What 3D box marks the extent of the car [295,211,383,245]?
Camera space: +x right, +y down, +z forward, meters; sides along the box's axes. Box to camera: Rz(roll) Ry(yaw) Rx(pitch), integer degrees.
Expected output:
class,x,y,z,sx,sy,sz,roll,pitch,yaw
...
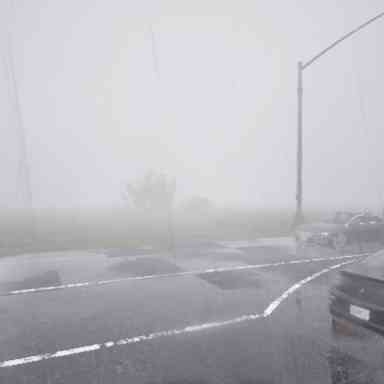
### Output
class,x,y,z,sx,sy,sz,roll,pitch,yaw
car,6.689,1.608,14.346,4.902,1.511,2.128,0,0,-25

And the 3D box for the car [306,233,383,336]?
class,x,y,z,sx,sy,sz,roll,pitch,yaw
car,4.406,1.538,5.578,4.674,1.442,1.812,1,-1,-25
